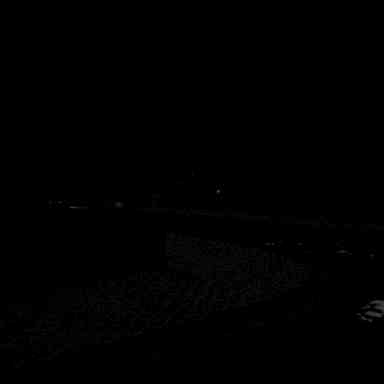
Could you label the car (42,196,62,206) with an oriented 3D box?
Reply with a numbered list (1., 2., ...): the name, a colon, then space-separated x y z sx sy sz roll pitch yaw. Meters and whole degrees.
1. car: -19.557 1.283 46.254 1.837 1.490 4.892 -3 2 -36
